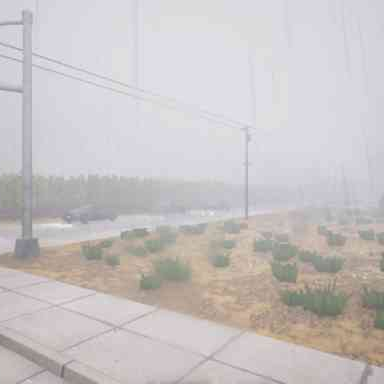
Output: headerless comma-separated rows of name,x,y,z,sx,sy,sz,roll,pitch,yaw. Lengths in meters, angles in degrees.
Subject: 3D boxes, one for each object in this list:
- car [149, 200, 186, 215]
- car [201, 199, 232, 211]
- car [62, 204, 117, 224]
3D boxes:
car,-2.345,1.560,33.621,1.812,1.442,4.674,0,0,32
car,3.266,1.581,42.413,2.033,1.411,5.357,0,0,33
car,-7.688,1.598,25.285,1.994,1.385,4.181,0,0,33
